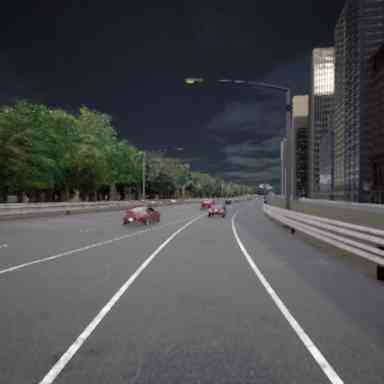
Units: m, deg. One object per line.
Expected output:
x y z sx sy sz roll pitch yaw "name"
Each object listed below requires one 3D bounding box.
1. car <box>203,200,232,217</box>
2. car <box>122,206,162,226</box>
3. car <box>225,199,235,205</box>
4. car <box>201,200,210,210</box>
2.897 1.973 36.649 2.033 1.411 5.357 0 -1 10 "car"
-3.758 1.766 25.408 1.812 1.442 4.674 0 0 12 "car"
9.184 2.560 84.026 1.837 1.490 4.892 0 -1 12 "car"
2.796 2.130 55.021 1.882 1.535 5.008 0 -1 12 "car"
